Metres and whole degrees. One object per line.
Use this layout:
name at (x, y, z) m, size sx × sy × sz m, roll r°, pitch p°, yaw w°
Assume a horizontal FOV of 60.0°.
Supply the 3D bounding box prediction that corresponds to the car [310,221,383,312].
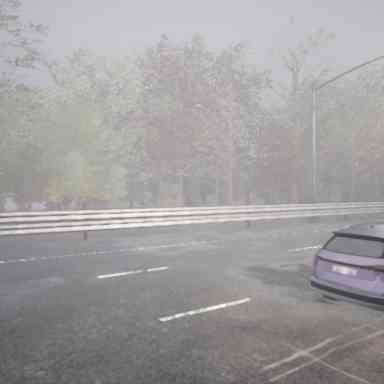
car at (4.560, 1.444, 7.048) m, size 4.856 × 1.649 × 2.033 m, roll 0°, pitch 0°, yaw -33°
